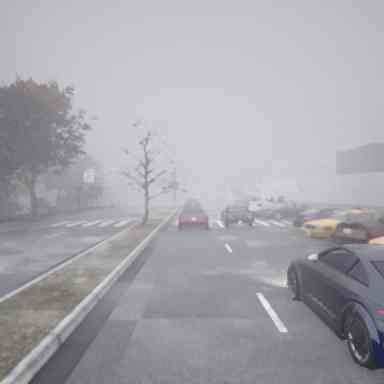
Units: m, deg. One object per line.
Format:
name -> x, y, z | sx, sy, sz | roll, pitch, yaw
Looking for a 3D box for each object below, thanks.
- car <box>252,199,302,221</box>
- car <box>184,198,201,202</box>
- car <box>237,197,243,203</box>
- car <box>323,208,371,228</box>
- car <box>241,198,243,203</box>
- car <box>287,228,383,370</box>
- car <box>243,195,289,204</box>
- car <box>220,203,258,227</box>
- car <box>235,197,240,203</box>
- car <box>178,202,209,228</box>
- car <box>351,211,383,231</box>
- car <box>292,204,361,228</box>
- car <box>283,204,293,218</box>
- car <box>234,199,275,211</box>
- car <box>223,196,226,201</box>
car -> 8.072, 1.591, 28.329 | 4.892, 1.521, 2.231 | 1, 0, -20
car -> 0.087, 1.542, 40.896 | 2.097, 1.767, 4.553 | 0, 0, 0
car -> 8.053, 1.652, 37.280 | 4.892, 1.521, 2.231 | 1, -1, -20
car -> 8.093, 1.566, 13.435 | 4.792, 1.488, 2.163 | 1, 0, -20
car -> 8.066, 1.628, 34.295 | 5.008, 1.535, 2.097 | 1, 0, -20
car -> 3.098, 1.590, 5.752 | 1.994, 1.385, 4.181 | 0, 0, 0
car -> 8.091, 1.356, 31.332 | 5.566, 2.045, 2.435 | 1, -1, -20
car -> 3.094, 1.675, 23.690 | 1.895, 1.301, 4.718 | 0, 0, 0
car -> 8.232, 1.675, 40.327 | 5.366, 1.575, 1.946 | 1, -1, -20
car -> 0.095, 1.634, 22.539 | 1.994, 1.385, 4.181 | 0, 0, 0
car -> 7.894, 1.525, 10.373 | 5.366, 1.575, 1.946 | 1, 0, -20
car -> 7.893, 1.535, 16.340 | 5.366, 1.575, 1.946 | 1, 0, -20
car -> 8.061, 1.590, 19.388 | 4.674, 1.452, 2.002 | 1, 0, -20
car -> 8.084, 1.731, 43.257 | 4.792, 1.488, 2.163 | 1, -1, -20
car -> 7.884, 1.746, 49.142 | 5.366, 1.575, 1.946 | 1, 0, -20
